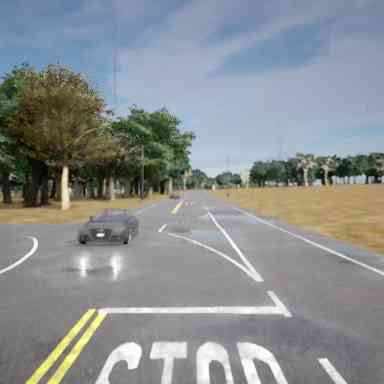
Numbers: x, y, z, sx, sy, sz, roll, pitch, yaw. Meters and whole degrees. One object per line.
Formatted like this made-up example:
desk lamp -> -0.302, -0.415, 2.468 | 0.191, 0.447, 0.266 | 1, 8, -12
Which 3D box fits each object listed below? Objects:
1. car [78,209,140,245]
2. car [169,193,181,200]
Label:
car -> -3.521, 1.448, 14.835 | 1.994, 1.385, 4.181 | 0, 1, 0
car -> -3.404, 0.884, 65.786 | 1.994, 1.385, 4.181 | 0, 1, 4
